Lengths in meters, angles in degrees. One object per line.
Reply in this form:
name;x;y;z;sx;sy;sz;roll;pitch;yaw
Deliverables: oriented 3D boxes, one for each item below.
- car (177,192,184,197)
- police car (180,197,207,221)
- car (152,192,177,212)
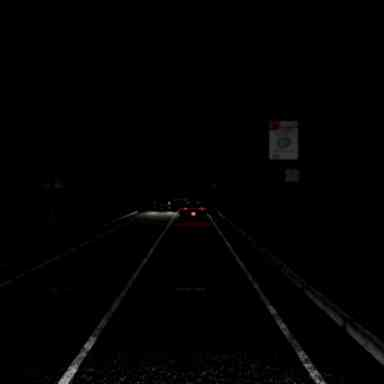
car;-2.985;0.643;77.519;1.882;1.535;5.008;0;1;0
police car;0.105;1.373;25.544;2.038;1.542;4.974;0;0;0
car;-3.086;1.153;36.183;2.097;1.767;4.553;0;0;0
